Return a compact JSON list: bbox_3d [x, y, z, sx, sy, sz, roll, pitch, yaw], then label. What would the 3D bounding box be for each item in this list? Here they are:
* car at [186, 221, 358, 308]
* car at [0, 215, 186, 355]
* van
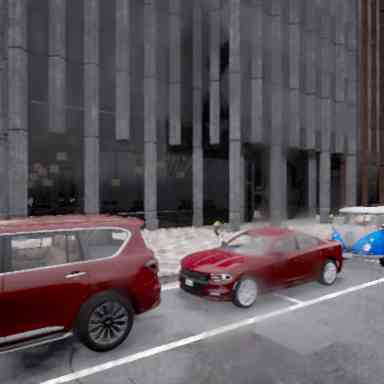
[{"bbox_3d":[1.781,1.564,7.919,4.507,1.381,1.887,0,0,-35],"label":"car"},{"bbox_3d":[-2.809,1.317,4.648,5.009,1.841,2.192,0,0,-35],"label":"car"},{"bbox_3d":[6.372,1.379,11.191,3.998,1.788,1.690,0,0,-35],"label":"van"}]
